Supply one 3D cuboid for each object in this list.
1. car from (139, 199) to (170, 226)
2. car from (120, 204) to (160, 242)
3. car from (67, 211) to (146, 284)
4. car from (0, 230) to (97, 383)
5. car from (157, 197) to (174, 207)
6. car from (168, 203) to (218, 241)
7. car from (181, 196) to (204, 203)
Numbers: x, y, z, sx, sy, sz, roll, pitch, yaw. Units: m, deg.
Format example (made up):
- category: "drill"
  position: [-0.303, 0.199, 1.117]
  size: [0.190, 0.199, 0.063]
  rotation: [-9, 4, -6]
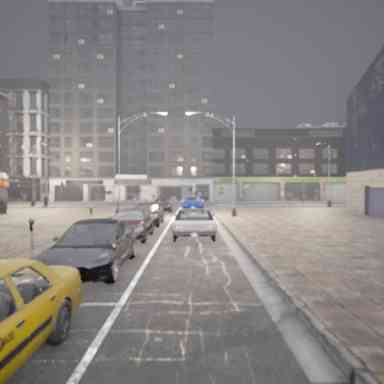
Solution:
- category: "car"
  position: [-2.648, 1.305, 20.145]
  size: [1.947, 1.339, 4.313]
  rotation: [0, 1, 0]
- category: "car"
  position: [-2.645, 1.391, 14.693]
  size: [1.802, 1.307, 4.206]
  rotation: [0, 1, 0]
- category: "car"
  position: [-2.643, 1.445, 9.242]
  size: [1.947, 1.339, 4.313]
  rotation: [0, 1, 0]
- category: "car"
  position: [-2.641, 1.477, 3.619]
  size: [1.752, 1.417, 4.829]
  rotation: [0, 1, 0]
- category: "car"
  position: [-2.652, 1.165, 31.048]
  size: [1.947, 1.339, 4.313]
  rotation: [0, 1, 0]
- category: "car"
  position: [0.095, 1.401, 15.449]
  size: [1.895, 1.301, 4.718]
  rotation: [0, 1, 0]
- category: "car"
  position: [0.077, 1.092, 29.871]
  size: [1.882, 1.535, 5.008]
  rotation: [0, 1, 0]
